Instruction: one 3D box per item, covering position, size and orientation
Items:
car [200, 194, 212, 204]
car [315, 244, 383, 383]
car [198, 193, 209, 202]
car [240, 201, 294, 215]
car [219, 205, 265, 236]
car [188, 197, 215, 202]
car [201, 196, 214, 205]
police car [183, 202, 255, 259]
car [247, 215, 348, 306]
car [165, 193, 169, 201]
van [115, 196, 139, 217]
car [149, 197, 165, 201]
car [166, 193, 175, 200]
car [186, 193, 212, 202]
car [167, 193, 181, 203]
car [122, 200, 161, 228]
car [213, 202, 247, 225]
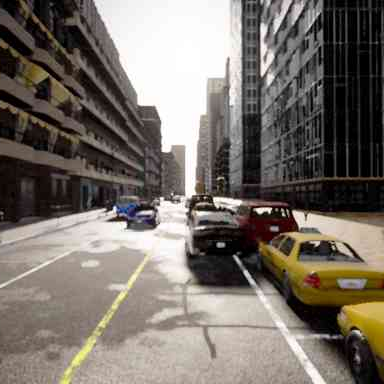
[{"bbox_3d":[2.612,1.236,62.977,2.192,1.841,5.009,1,0,0],"label":"car"},{"bbox_3d":[2.701,1.519,2.396,1.752,1.417,4.829,1,0,0],"label":"car"},{"bbox_3d":[2.595,1.239,74.023,2.192,1.841,5.009,1,0,0],"label":"car"},{"bbox_3d":[2.687,1.283,13.270,2.192,1.841,5.009,1,0,0],"label":"car"},{"bbox_3d":[2.675,1.522,18.793,1.947,1.339,4.313,1,0,0],"label":"car"},{"bbox_3d":[0.821,1.405,22.814,1.801,1.575,5.366,0,0,0],"label":"car"},{"bbox_3d":[2.617,1.486,57.453,1.947,1.339,4.313,1,0,0],"label":"car"},{"bbox_3d":[0.721,1.394,12.685,1.930,1.638,5.238,0,0,-4],"label":"police car"},{"bbox_3d":[2.692,1.506,7.919,1.752,1.417,4.829,1,0,0],"label":"car"},{"bbox_3d":[-5.796,1.474,79.533,1.887,1.381,4.507,1,0,0],"label":"car"},{"bbox_3d":[-5.717,1.279,29.828,1.690,1.788,3.998,1,0,0],"label":"van"},{"bbox_3d":[-5.755,1.502,51.919,1.802,1.307,4.206,1,0,0],"label":"car"},{"bbox_3d":[-5.810,1.259,90.580,2.192,1.841,5.009,1,0,0],"label":"car"},{"bbox_3d":[0.787,1.162,28.675,2.150,2.045,5.566,0,0,-1],"label":"car"},{"bbox_3d":[-3.117,1.416,64.679,2.128,1.511,4.902,0,0,0],"label":"car"},{"bbox_3d":[-3.131,1.475,22.094,1.812,1.442,4.674,0,0,0],"label":"car"},{"bbox_3d":[2.667,1.491,24.317,1.887,1.381,4.507,1,0,0],"label":"car"}]
